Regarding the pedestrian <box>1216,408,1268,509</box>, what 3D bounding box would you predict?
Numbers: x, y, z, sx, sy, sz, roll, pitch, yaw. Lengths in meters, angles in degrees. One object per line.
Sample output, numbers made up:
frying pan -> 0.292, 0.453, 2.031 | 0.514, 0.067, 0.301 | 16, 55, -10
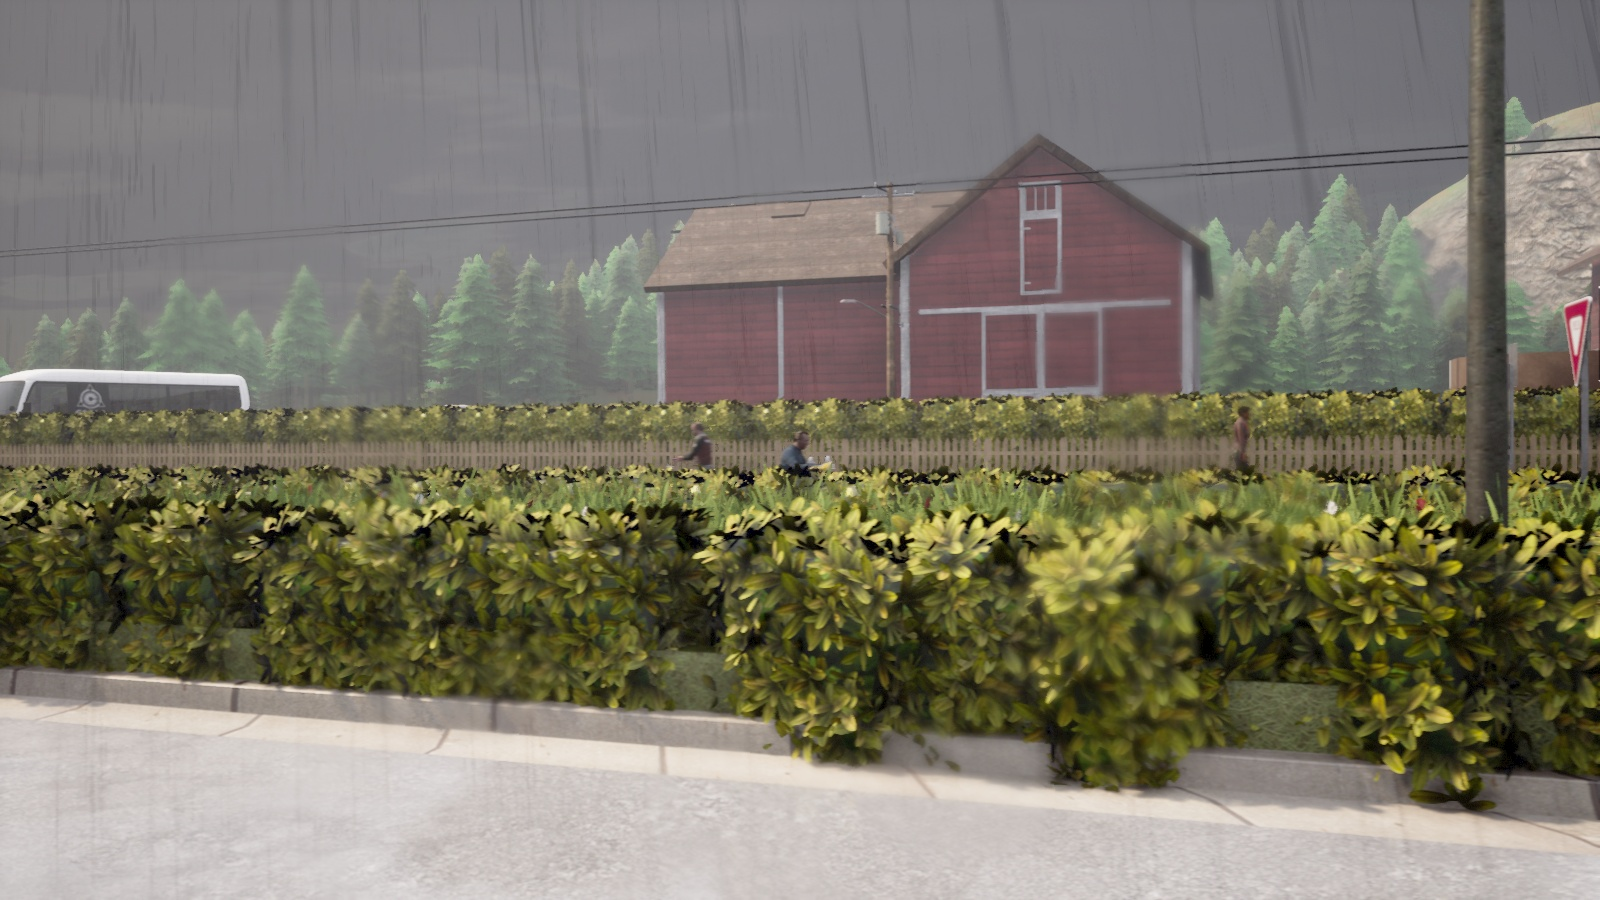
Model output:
pedestrian -> 8.048, 0.148, 22.883 | 0.869, 1.805, 0.328 | 0, 1, 19

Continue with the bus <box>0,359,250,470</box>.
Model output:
bus -> -29.233, -1.450, 53.148 | 3.944, 4.253, 10.273 | 1, 1, 37

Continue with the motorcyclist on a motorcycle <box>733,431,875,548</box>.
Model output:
motorcyclist on a motorcycle -> 0.062, 0.526, 17.718 | 1.817, 1.590, 0.866 | 0, 1, 19
